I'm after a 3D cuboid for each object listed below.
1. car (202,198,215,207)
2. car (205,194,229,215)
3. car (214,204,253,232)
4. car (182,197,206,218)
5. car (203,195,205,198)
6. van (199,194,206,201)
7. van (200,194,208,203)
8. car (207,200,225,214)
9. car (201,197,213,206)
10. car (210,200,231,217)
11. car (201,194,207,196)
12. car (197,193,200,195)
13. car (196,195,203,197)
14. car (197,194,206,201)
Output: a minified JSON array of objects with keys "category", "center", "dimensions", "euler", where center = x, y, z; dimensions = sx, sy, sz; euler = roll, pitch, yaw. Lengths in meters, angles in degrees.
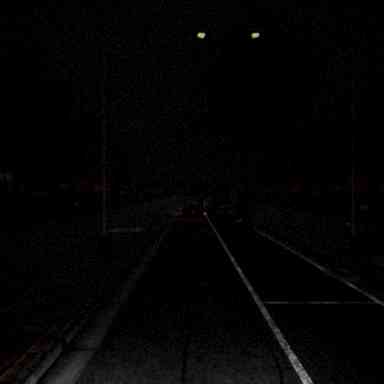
[{"category":"car","center":[2.646,1.656,53.873],"dimensions":[2.008,1.369,4.403],"euler":[0,0,0]},{"category":"car","center":[2.641,1.395,31.687],"dimensions":[2.192,1.841,5.009],"euler":[0,0,0]},{"category":"car","center":[2.640,1.629,20.596],"dimensions":[1.947,1.339,4.313],"euler":[0,0,0]},{"category":"car","center":[0.095,1.557,31.453],"dimensions":[1.882,1.535,5.008],"euler":[0,0,0]},{"category":"car","center":[2.643,1.537,42.778],"dimensions":[1.967,1.590,4.097],"euler":[0,0,0]},{"category":"van","center":[2.651,1.448,87.147],"dimensions":[1.690,1.788,3.998],"euler":[0,0,0]},{"category":"van","center":[2.649,1.447,76.056],"dimensions":[1.690,1.788,3.998],"euler":[0,0,0]},{"category":"car","center":[2.642,1.614,37.403],"dimensions":[1.752,1.417,4.829],"euler":[0,0,0]},{"category":"car","center":[2.647,1.656,59.418],"dimensions":[2.008,1.369,4.403],"euler":[0,0,0]},{"category":"car","center":[2.640,1.597,26.311],"dimensions":[1.752,1.417,4.829],"euler":[0,0,0]},{"category":"car","center":[2.645,1.542,48.325],"dimensions":[1.967,1.590,4.097],"euler":[0,0,0]},{"category":"car","center":[2.648,1.421,70.510],"dimensions":[2.192,1.841,5.009],"euler":[0,0,0]},{"category":"car","center":[0.086,1.574,42.656],"dimensions":[1.882,1.535,5.008],"euler":[0,0,0]},{"category":"car","center":[2.652,1.422,92.693],"dimensions":[2.192,1.841,5.009],"euler":[0,0,0]}]
